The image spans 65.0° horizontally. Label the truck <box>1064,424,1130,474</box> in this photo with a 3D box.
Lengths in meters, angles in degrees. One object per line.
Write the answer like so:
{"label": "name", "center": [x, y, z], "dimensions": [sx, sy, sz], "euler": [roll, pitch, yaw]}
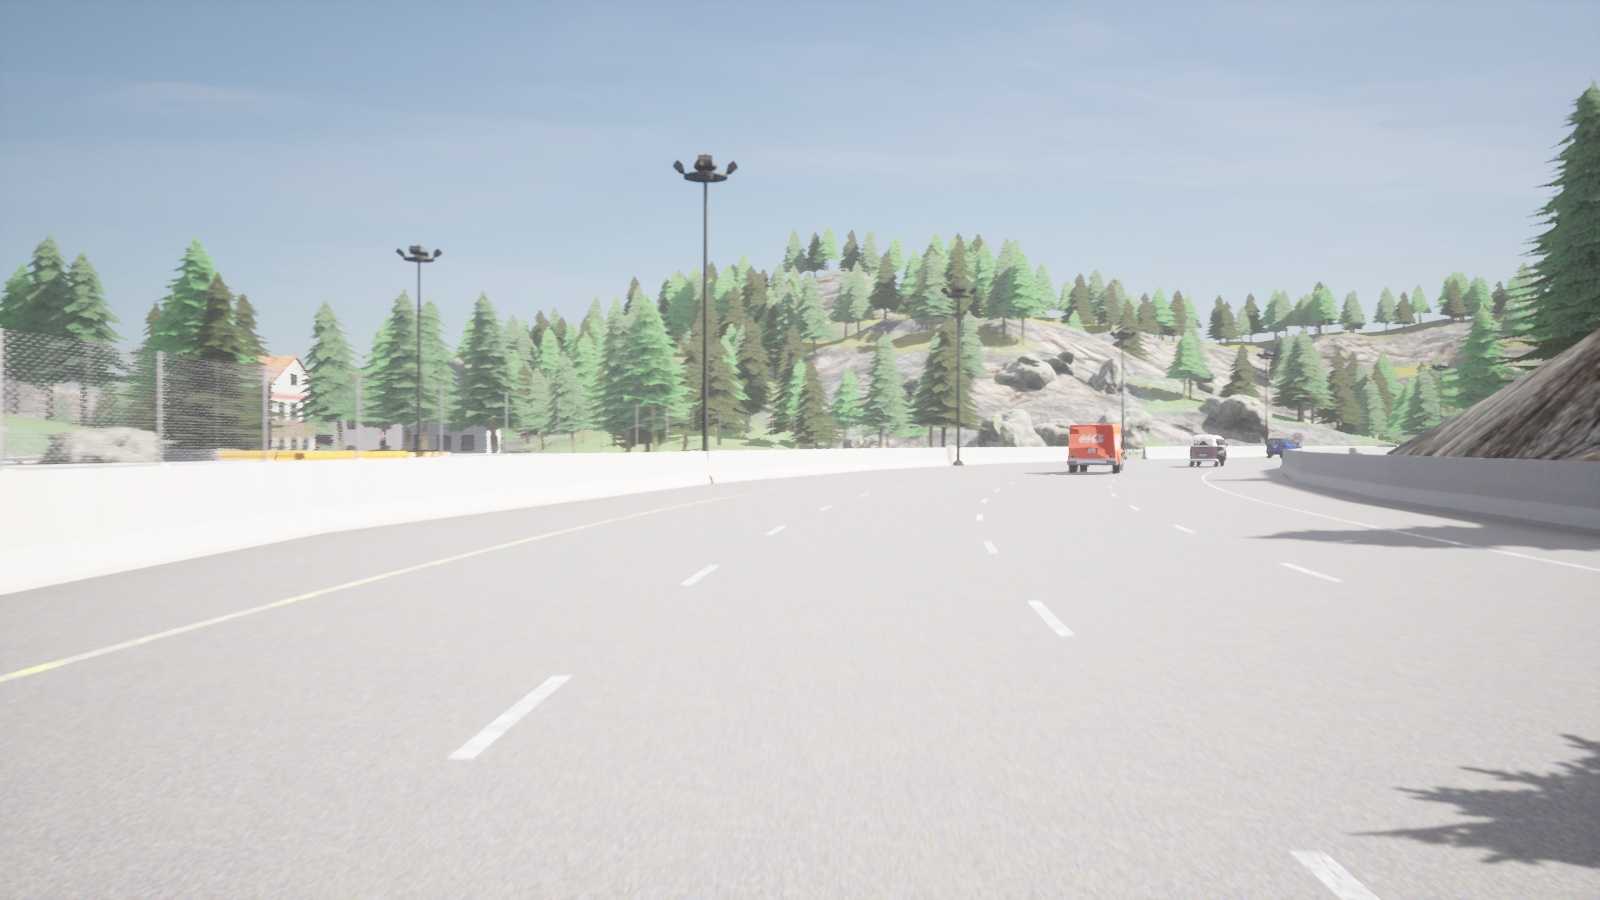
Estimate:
{"label": "truck", "center": [15.188, -0.053, 63.944], "dimensions": [2.627, 2.467, 5.204], "euler": [0, 0, 20]}

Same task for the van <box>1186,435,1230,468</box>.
{"label": "van", "center": [26.184, 0.097, 80.539], "dimensions": [2.069, 2.038, 4.480], "euler": [0, 0, 27]}
